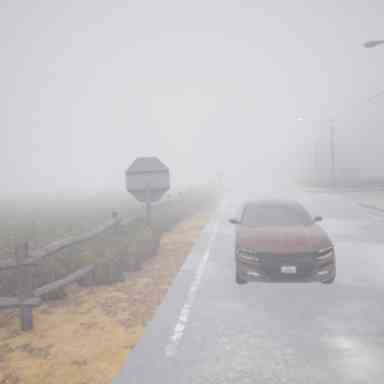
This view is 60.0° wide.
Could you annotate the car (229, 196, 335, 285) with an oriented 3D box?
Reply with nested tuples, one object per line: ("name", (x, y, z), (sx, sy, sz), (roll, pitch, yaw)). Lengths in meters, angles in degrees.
("car", (1.975, 0.908, 8.196), (1.882, 1.535, 5.008), (-2, 3, 8))
